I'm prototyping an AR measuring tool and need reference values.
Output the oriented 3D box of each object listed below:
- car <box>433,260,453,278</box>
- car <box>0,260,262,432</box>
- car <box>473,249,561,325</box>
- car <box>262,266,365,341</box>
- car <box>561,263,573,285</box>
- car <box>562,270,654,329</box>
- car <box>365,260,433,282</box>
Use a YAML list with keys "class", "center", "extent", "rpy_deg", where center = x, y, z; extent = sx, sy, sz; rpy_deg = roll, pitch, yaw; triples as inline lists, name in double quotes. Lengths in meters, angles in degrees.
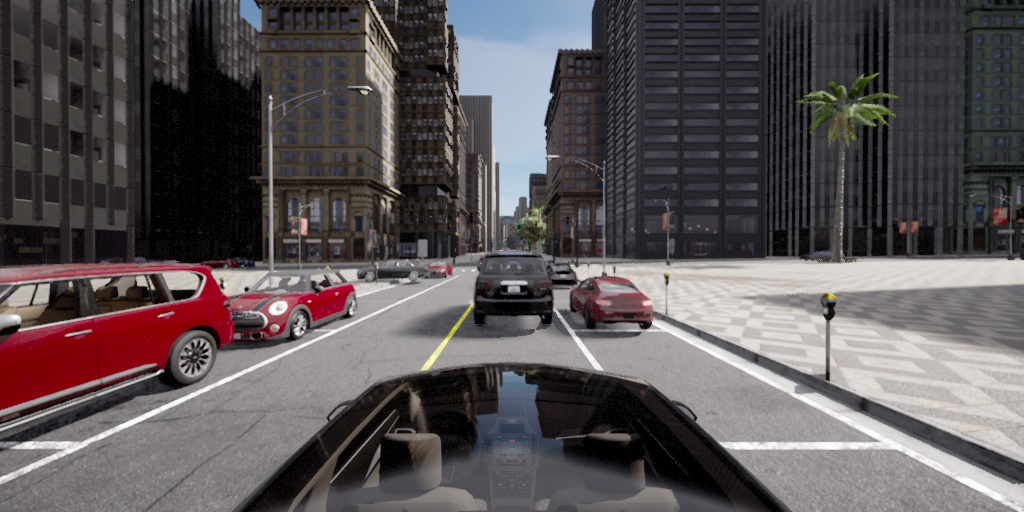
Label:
- class: "car"
  center: [-5.766, 1.014, 28.755]
  extent: [1.802, 1.307, 4.207]
  rpy_deg: [0, 0, 0]
- class: "car"
  center: [-5.762, 1.040, 4.124]
  extent: [2.192, 1.841, 5.009]
  rpy_deg: [0, 0, 0]
- class: "car"
  center: [0.025, 0.867, 11.452]
  extent: [2.150, 2.045, 5.566]
  rpy_deg: [0, 1, 0]
- class: "car"
  center: [-5.763, 1.107, 9.426]
  extent: [1.967, 1.591, 4.097]
  rpy_deg: [0, 0, 0]
- class: "car"
  center: [2.761, 1.092, 21.385]
  extent: [1.948, 1.339, 4.313]
  rpy_deg: [0, 0, 0]
- class: "car"
  center: [2.762, 1.236, 10.584]
  extent: [1.802, 1.307, 4.207]
  rpy_deg: [0, 0, 0]
- class: "car"
  center: [-7.493, 0.896, 22.834]
  extent: [4.403, 1.370, 2.007]
  rpy_deg: [0, 0, -9]
